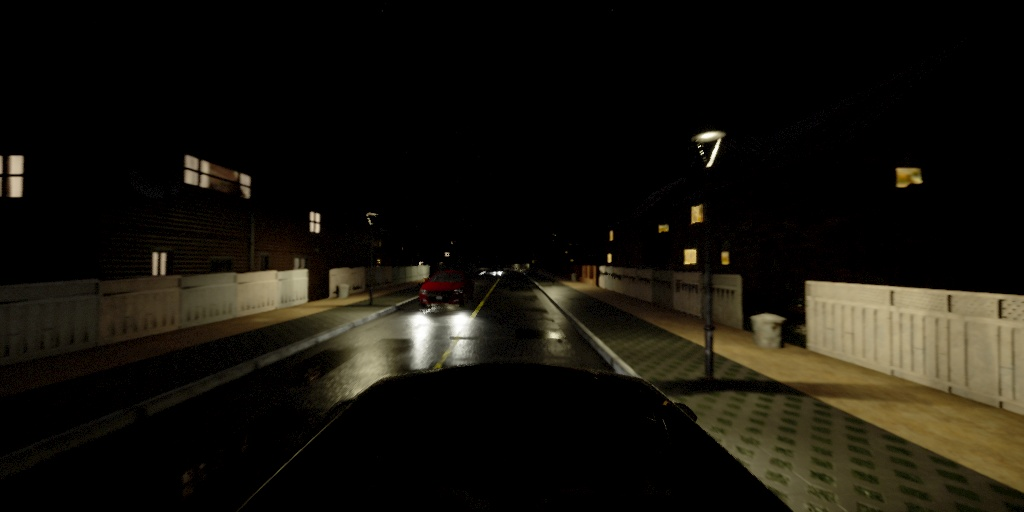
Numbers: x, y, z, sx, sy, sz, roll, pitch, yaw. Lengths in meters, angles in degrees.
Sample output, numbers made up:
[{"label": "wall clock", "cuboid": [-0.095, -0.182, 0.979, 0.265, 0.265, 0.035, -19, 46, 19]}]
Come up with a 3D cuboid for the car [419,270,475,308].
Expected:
[{"label": "car", "cuboid": [-2.851, 1.396, 16.549, 1.882, 1.535, 5.008, 0, -1, 0]}]
